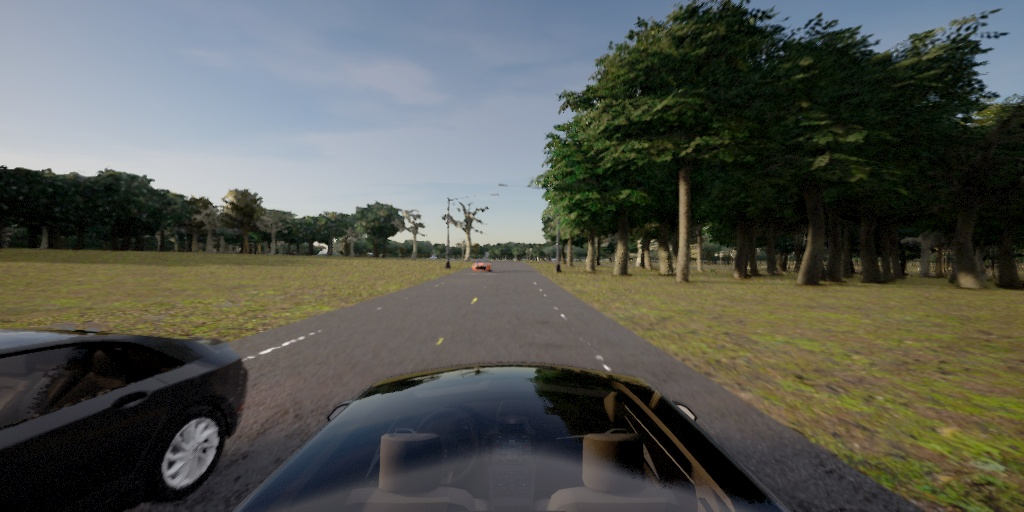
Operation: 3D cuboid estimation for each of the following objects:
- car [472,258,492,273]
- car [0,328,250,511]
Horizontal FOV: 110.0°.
[{"bbox_3d":[-3.588,1.068,43.521,2.097,1.767,4.553,0,0,0],"label":"car"},{"bbox_3d":[-3.601,1.254,1.653,1.837,1.490,4.892,0,-1,0],"label":"car"}]
